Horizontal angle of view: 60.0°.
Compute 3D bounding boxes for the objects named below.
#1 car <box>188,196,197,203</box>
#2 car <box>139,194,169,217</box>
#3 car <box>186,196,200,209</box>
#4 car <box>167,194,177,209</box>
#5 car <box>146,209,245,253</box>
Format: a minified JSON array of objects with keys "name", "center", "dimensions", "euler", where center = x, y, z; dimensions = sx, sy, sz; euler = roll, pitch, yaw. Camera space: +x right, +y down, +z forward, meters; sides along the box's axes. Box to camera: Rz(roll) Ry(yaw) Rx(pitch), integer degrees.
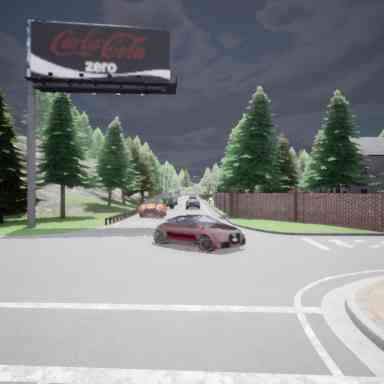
[{"name":"car","center":[0.158,1.504,68.774],"dimensions":[1.837,1.490,4.892],"euler":[0,0,0]},{"name":"car","center":[-3.576,1.352,30.653],"dimensions":[2.097,1.767,4.553],"euler":[0,0,0]},{"name":"car","center":[0.132,1.600,46.022],"dimensions":[1.895,1.301,4.718],"euler":[0,0,0]},{"name":"car","center":[-3.556,1.224,44.215],"dimensions":[2.150,2.045,5.566],"euler":[0,0,0]},{"name":"car","center":[0.227,1.695,14.573],"dimensions":[4.181,1.385,1.994],"euler":[0,1,42]}]
